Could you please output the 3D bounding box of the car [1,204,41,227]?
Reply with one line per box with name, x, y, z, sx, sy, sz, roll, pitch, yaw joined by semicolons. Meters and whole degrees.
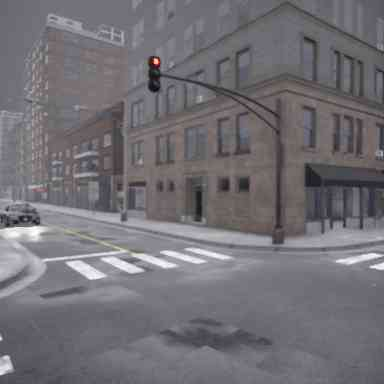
car;-11.669;1.532;22.596;1.994;1.385;4.181;0;0;-36
